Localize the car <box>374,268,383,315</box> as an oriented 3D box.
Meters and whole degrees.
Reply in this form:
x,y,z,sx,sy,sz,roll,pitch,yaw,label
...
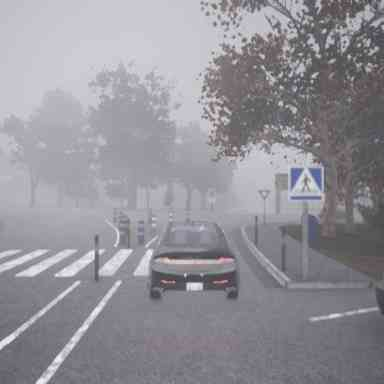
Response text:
x,y,z,sx,sy,sz,roll,pitch,yaw,label
5.304,1.482,5.453,4.892,1.521,2.231,1,0,-21,car

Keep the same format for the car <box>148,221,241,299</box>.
x,y,z,sx,sy,sz,roll,pitch,yaw,label
0.027,1.474,8.383,2.128,1.511,4.902,0,0,0,car

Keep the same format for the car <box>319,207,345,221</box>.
x,y,z,sx,sy,sz,roll,pitch,yaw,label
15.315,2.263,35.439,2.033,1.411,5.357,0,-2,42,car
